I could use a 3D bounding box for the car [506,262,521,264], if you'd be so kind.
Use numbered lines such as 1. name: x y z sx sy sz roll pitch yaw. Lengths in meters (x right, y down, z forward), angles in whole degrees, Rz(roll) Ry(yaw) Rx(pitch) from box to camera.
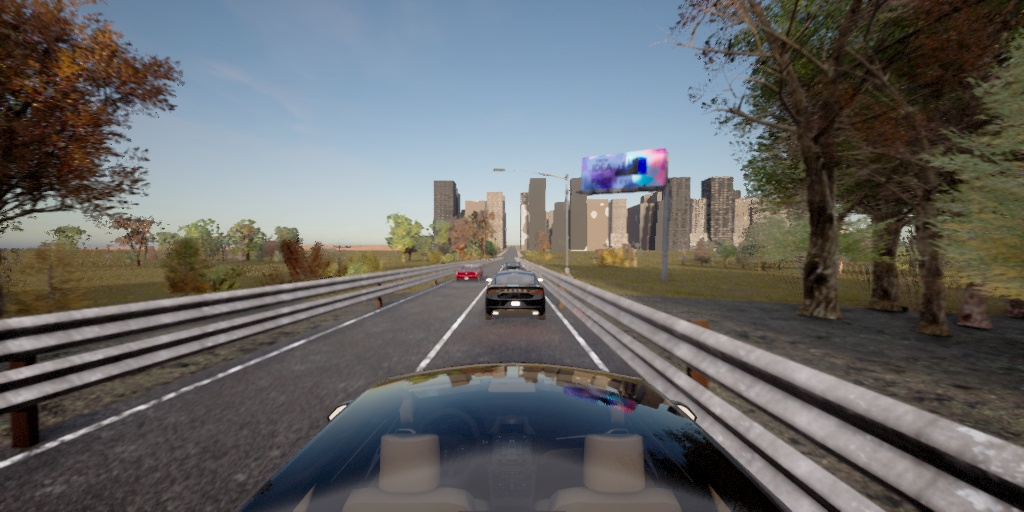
1. car: 0.105 1.245 32.439 1.837 1.490 4.892 0 0 0

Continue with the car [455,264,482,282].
1. car: -3.316 1.342 28.440 1.895 1.301 4.718 0 0 0

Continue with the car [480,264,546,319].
1. car: 0.103 1.224 12.803 1.882 1.535 5.008 0 0 0
